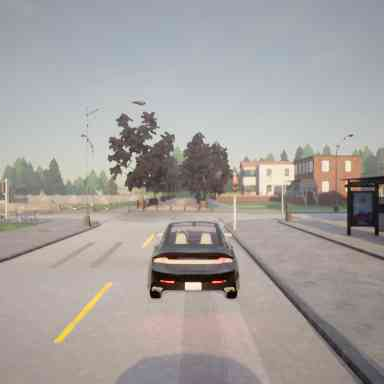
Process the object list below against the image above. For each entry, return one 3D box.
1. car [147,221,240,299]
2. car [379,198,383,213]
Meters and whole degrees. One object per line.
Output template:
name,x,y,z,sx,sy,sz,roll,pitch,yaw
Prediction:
car,0.047,1.490,8.436,2.128,1.511,4.902,0,0,1
car,18.435,1.345,33.333,4.553,1.767,2.097,0,0,0
